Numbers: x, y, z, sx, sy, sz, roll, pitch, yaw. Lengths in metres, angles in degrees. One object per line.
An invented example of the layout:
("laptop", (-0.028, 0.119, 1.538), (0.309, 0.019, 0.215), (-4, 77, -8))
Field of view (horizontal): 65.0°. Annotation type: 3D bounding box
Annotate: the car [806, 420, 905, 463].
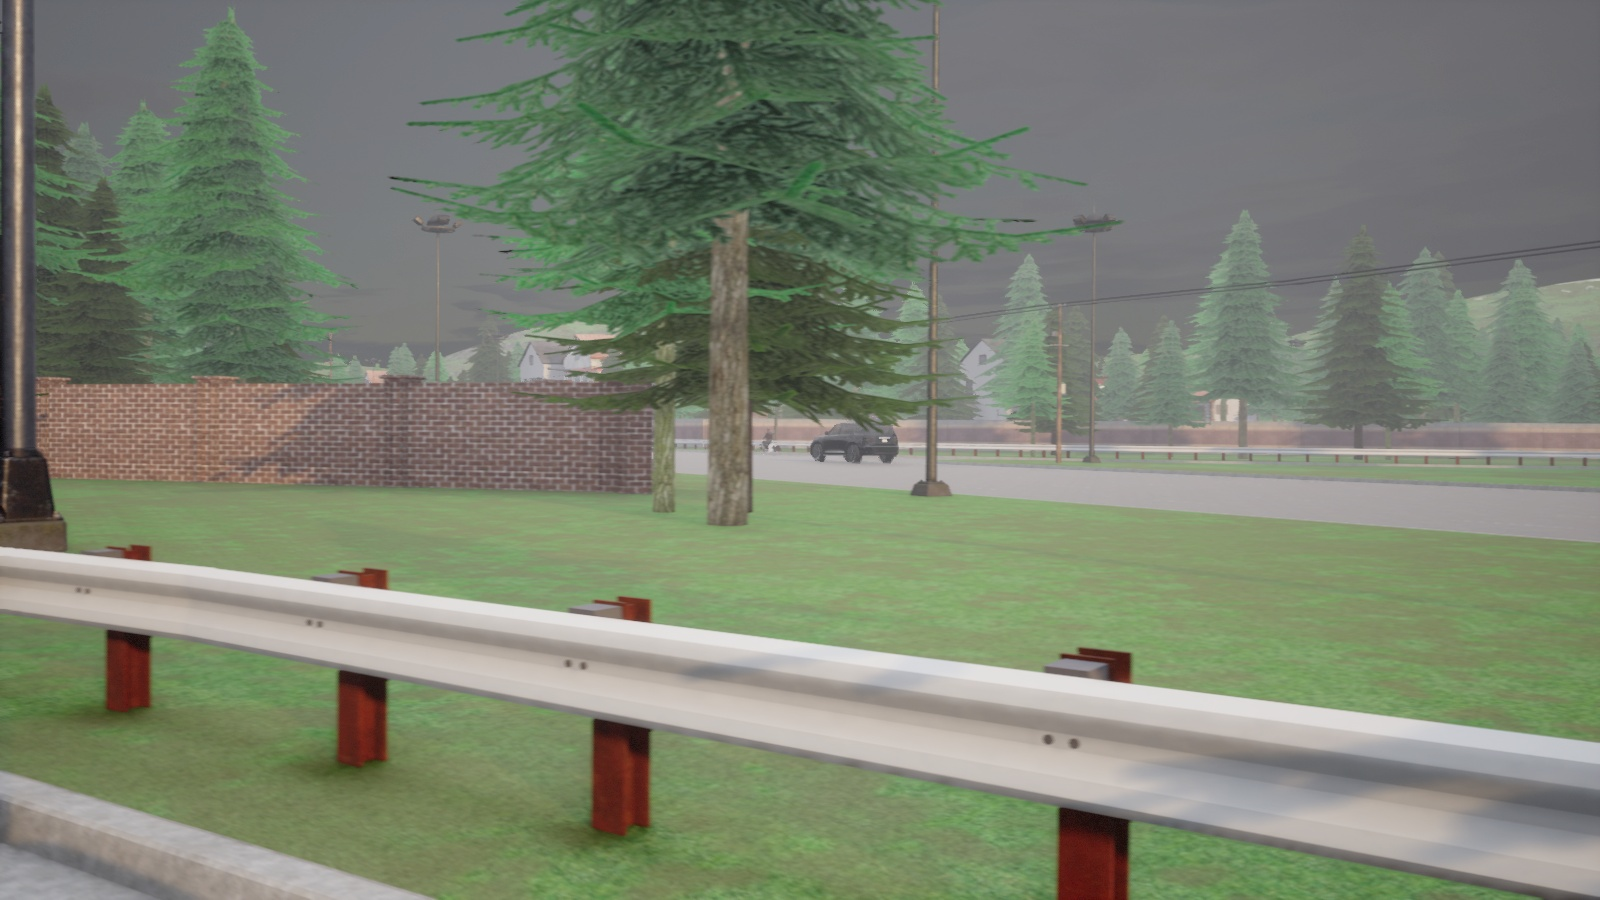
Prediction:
("car", (2.676, -0.436, 62.209), (2.150, 2.045, 5.566), (-1, 1, -31))
